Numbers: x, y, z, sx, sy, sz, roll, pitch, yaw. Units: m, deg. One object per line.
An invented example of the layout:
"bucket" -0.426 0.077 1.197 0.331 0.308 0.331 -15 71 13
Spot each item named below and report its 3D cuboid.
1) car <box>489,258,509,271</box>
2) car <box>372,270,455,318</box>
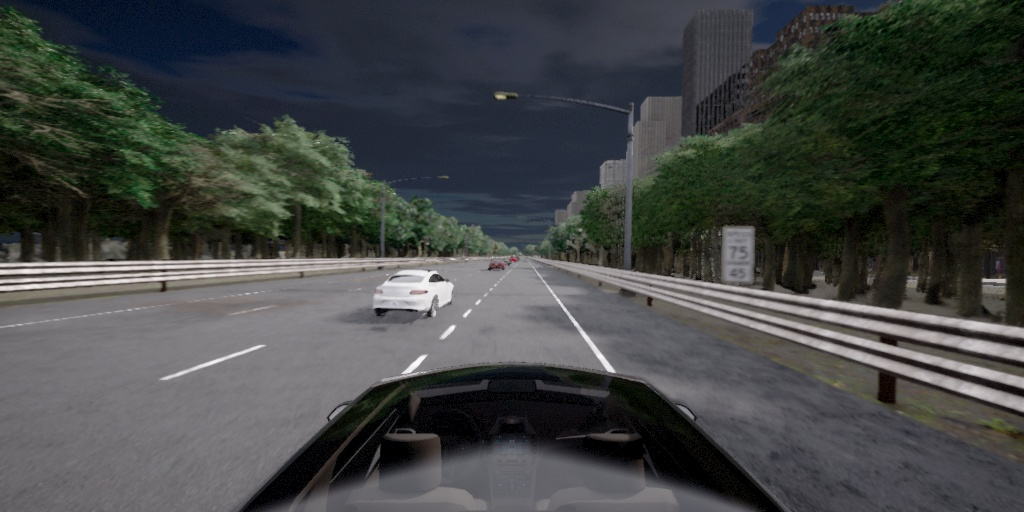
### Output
"car" -1.940 1.048 49.576 2.097 1.767 4.553 1 0 2
"car" -3.260 1.194 12.523 1.812 1.442 4.674 1 0 2
